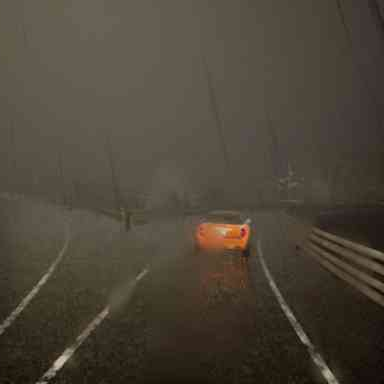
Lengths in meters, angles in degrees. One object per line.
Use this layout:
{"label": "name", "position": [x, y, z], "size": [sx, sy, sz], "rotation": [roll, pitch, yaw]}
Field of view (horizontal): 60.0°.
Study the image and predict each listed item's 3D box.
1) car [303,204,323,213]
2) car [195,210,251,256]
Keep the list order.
{"label": "car", "position": [19.831, 2.696, 54.857], "size": [1.895, 1.301, 4.718], "rotation": [0, -1, 43]}
{"label": "car", "position": [1.493, 1.577, 14.606], "size": [2.097, 1.767, 4.553], "rotation": [1, -1, 10]}
